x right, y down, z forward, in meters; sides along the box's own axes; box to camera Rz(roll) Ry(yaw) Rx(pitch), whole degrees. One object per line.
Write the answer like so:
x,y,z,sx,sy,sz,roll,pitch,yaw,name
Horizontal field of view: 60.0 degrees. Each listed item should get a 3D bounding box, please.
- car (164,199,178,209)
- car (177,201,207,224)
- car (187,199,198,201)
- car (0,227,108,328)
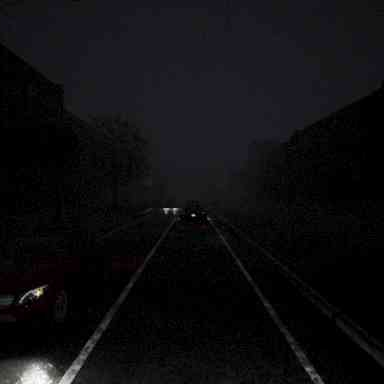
-3.077,1.678,49.582,2.033,1.411,5.357,0,0,0,car
0.103,1.642,25.742,1.994,1.385,4.181,0,0,0,car
0.105,1.637,41.980,1.837,1.490,4.892,0,0,0,car
-3.099,1.536,7.148,1.812,1.442,4.674,0,0,0,car
